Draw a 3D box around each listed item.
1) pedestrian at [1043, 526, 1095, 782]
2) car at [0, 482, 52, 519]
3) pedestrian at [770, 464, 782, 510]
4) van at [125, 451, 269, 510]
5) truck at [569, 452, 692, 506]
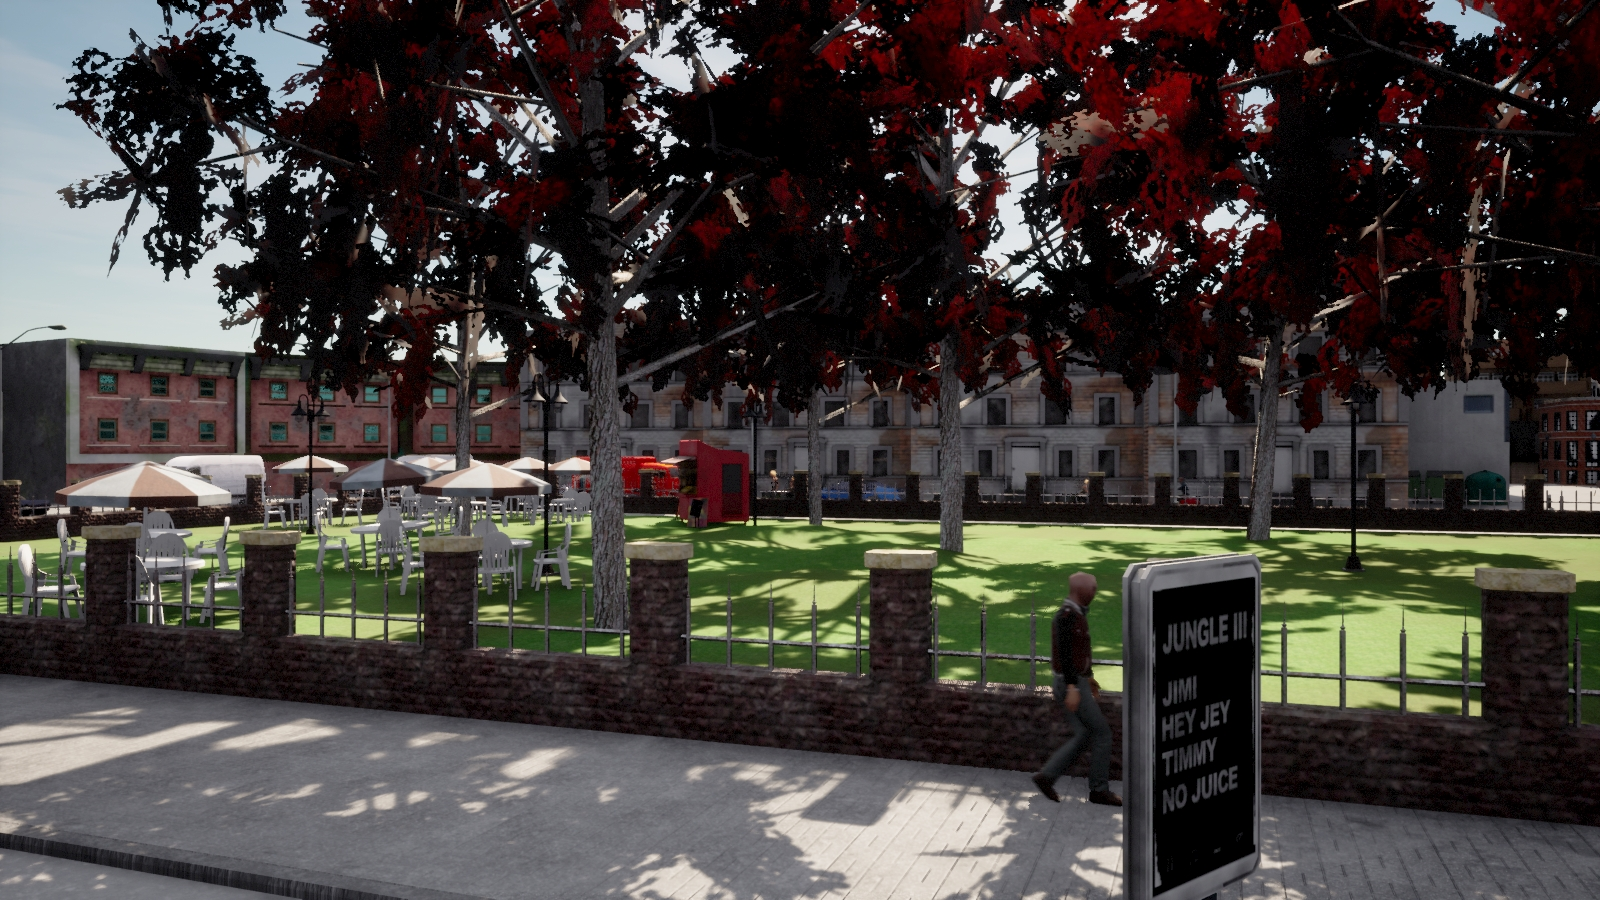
[{"bbox_3d":[2.038,1.523,8.664,0.375,1.860,0.375,0,0,13],"label":"pedestrian"},{"bbox_3d":[-31.066,1.935,42.988,1.895,1.301,4.718,0,0,20],"label":"car"},{"bbox_3d":[-1.008,1.525,47.308,0.375,1.860,0.375,0,0,20],"label":"pedestrian"},{"bbox_3d":[-27.576,1.315,52.519,1.988,2.561,5.915,0,0,24],"label":"van"},{"bbox_3d":[-8.134,1.341,55.027,5.204,2.467,2.627,1,0,20],"label":"truck"}]
